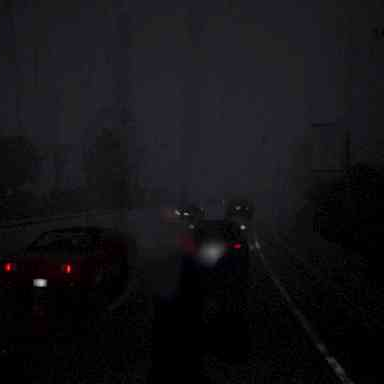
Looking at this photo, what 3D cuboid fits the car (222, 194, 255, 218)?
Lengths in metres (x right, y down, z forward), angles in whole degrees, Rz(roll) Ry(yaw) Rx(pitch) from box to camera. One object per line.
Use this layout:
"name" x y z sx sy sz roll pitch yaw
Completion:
"car" 4.259 1.339 28.804 2.097 1.767 4.553 0 0 15

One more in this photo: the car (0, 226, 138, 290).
"car" -2.923 1.589 9.097 1.895 1.301 4.718 0 0 6

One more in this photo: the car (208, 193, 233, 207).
"car" 4.926 1.183 50.786 2.150 2.045 5.566 0 0 26

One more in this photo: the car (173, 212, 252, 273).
"car" 0.787 1.557 10.731 1.994 1.385 4.181 0 0 7

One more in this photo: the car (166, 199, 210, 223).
"car" -0.382 1.525 24.985 2.033 1.411 5.357 0 0 14

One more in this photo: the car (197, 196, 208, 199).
"car" 1.759 1.421 52.222 1.882 1.535 5.008 0 0 26
